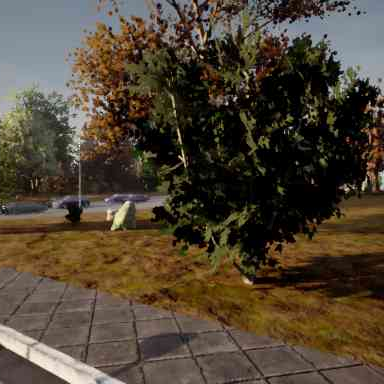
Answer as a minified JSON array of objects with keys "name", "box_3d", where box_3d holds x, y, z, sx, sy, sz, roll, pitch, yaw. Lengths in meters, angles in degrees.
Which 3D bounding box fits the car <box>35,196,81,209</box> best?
[{"name":"car","box_3d":[-18.064,1.378,45.055,2.033,1.411,5.357,0,2,39]}]

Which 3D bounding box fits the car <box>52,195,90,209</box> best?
[{"name":"car","box_3d":[-15.500,1.178,42.656,2.097,1.767,4.553,0,2,39]}]

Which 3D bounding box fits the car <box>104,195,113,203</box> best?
[{"name":"car","box_3d":[-11.732,0.965,52.839,1.812,1.442,4.674,0,3,39]}]

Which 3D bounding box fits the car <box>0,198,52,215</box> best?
[{"name":"car","box_3d":[-17.322,1.558,34.571,1.994,1.385,4.181,0,1,39]}]

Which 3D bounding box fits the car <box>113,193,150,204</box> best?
[{"name":"car","box_3d":[-8.807,0.959,50.907,2.033,1.411,5.357,0,3,39]}]
